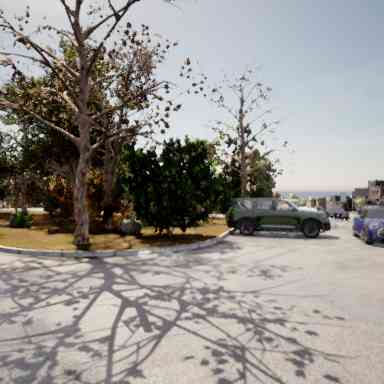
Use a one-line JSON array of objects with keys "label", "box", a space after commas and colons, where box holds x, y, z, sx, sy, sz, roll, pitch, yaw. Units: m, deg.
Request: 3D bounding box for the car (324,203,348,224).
[{"label": "car", "box": [13.927, 2.054, 32.372, 1.994, 1.385, 4.181, 0, -2, 16]}]

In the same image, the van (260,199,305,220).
[{"label": "van", "box": [9.359, 1.778, 34.494, 4.442, 1.987, 1.878, 0, -2, 16]}]

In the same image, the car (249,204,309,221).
[{"label": "car", "box": [8.296, 1.919, 31.887, 5.366, 1.575, 1.946, 0, -2, 16]}]

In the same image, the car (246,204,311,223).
[{"label": "car", "box": [7.561, 1.847, 29.330, 5.366, 1.575, 1.946, 0, -1, 16]}]

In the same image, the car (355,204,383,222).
[{"label": "car", "box": [17.402, 1.989, 32.349, 1.882, 1.535, 5.008, 0, -2, 16]}]

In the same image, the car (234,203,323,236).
[{"label": "car", "box": [5.407, 1.666, 21.098, 4.892, 1.521, 2.231, 0, -1, 16]}]

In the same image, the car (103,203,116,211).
[{"label": "car", "box": [-12.032, 2.498, 53.890, 5.008, 1.535, 1.882, 1, 0, 16]}]

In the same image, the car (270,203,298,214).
[{"label": "car", "box": [15.848, 2.852, 57.543, 4.553, 1.767, 2.185, 0, -3, 16]}]

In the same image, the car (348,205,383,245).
[{"label": "car", "box": [8.985, 1.455, 15.628, 2.097, 1.767, 4.553, 0, -1, 17]}]

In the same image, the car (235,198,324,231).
[{"label": "car", "box": [6.189, 1.464, 23.783, 5.566, 2.045, 2.435, 0, -1, 16]}]
